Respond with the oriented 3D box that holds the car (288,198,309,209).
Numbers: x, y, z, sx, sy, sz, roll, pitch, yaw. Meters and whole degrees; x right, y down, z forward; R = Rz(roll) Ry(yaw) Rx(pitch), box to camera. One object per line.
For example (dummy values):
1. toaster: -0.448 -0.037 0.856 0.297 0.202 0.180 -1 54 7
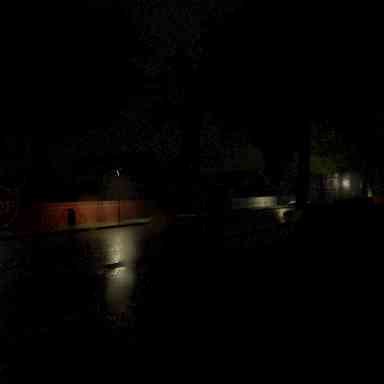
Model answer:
1. car: 14.893 1.532 46.112 1.812 1.442 4.674 0 0 35
